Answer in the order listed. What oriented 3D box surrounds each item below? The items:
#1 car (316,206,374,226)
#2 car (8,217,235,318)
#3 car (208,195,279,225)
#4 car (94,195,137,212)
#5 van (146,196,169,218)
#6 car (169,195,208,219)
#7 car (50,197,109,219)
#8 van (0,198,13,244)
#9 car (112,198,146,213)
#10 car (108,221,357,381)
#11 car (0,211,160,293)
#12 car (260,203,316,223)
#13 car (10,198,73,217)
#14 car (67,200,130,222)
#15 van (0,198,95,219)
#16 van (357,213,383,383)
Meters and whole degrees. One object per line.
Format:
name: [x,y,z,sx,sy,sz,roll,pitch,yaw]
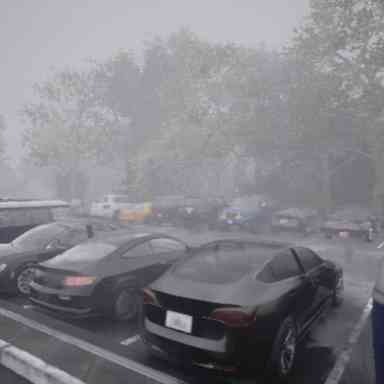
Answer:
car: [8.153,1.491,16.781,2.163,1.488,4.792,0,0,35]
car: [-1.119,1.555,7.350,2.002,1.452,4.674,0,0,35]
car: [3.612,1.224,19.987,2.435,2.045,5.566,0,0,35]
car: [-5.425,1.228,26.439,2.435,2.045,5.566,0,0,35]
van: [-0.840,1.254,23.309,1.878,1.987,4.442,0,0,35]
car: [1.377,1.229,21.635,2.435,2.045,5.566,0,0,35]
car: [-9.959,1.353,29.644,2.185,1.767,4.553,0,0,35]
van: [-10.213,1.301,13.916,1.878,1.987,4.442,0,0,35]
car: [-3.066,1.476,24.967,1.946,1.575,5.366,0,0,35]
car: [1.193,1.535,5.756,2.163,1.488,4.792,0,0,35]
car: [-3.404,1.523,8.974,2.231,1.521,4.892,0,0,35]
car: [5.913,1.499,18.434,2.163,1.488,4.792,0,0,35]
car: [-14.618,1.475,32.669,1.946,1.575,5.366,0,0,35]
car: [-7.725,1.508,27.993,2.163,1.488,4.792,0,0,35]
van: [-5.635,1.302,10.683,1.878,1.987,4.442,0,0,35]
van: [3.531,1.263,4.211,1.878,1.987,4.442,0,0,35]
